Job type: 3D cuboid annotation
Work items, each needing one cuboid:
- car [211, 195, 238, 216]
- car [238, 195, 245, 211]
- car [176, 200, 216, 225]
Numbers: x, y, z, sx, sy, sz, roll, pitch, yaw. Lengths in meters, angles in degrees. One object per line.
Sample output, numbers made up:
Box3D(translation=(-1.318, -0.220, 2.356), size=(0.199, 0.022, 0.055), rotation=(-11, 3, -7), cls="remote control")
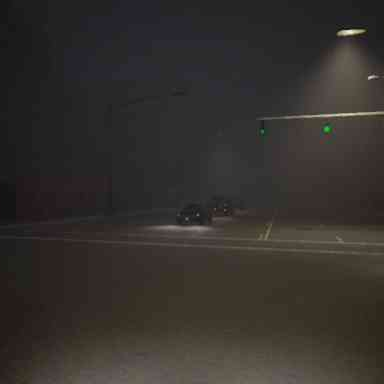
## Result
Box3D(translation=(3.025, 1.374, 34.920), size=(2.150, 2.045, 5.566), rotation=(0, -1, 16), cls="car")
Box3D(translation=(6.016, 1.510, 45.999), size=(2.150, 2.045, 5.566), rotation=(0, 0, 15), cls="car")
Box3D(translation=(0.277, 1.578, 24.822), size=(1.812, 1.442, 4.674), rotation=(0, 0, 15), cls="car")
